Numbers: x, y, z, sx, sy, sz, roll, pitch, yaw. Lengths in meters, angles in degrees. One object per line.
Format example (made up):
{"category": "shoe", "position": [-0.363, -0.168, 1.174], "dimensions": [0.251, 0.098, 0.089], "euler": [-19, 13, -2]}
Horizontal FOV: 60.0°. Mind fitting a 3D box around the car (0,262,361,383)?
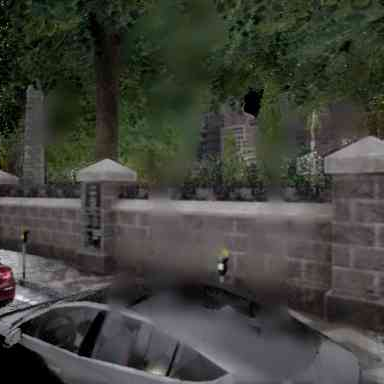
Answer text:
{"category": "car", "position": [-0.619, 1.571, 3.400], "dimensions": [4.313, 1.339, 1.947], "euler": [0, 0, 36]}
